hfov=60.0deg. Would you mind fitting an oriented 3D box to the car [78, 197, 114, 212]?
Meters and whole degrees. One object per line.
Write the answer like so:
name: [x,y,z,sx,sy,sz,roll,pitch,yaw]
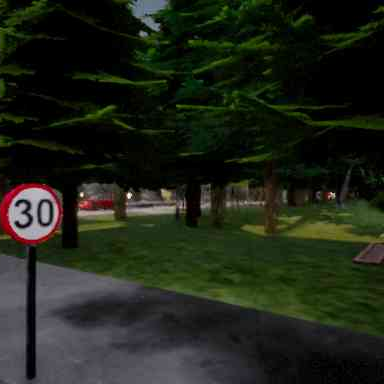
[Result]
car: [-11.529,1.328,41.707,2.150,2.045,5.566,0,0,36]
